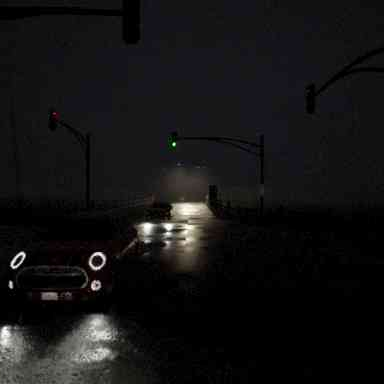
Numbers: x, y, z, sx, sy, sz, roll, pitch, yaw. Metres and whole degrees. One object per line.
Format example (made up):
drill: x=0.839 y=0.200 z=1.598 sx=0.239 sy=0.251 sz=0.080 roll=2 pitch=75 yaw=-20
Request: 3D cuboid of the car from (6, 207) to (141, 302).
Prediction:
car: x=-2.645 y=1.333 z=8.462 sx=2.097 sy=1.767 sz=4.553 roll=0 pitch=1 yaw=0

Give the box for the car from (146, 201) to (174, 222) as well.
car: x=-2.523 y=1.494 z=26.954 sx=1.882 sy=1.535 sz=5.008 roll=0 pitch=0 yaw=1

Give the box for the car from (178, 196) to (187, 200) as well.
car: x=-2.022 y=1.373 z=69.013 sx=1.812 sy=1.442 sz=4.674 roll=0 pitch=0 yaw=1
